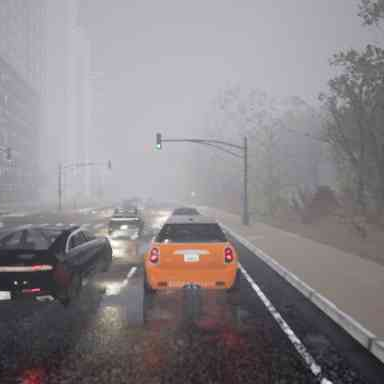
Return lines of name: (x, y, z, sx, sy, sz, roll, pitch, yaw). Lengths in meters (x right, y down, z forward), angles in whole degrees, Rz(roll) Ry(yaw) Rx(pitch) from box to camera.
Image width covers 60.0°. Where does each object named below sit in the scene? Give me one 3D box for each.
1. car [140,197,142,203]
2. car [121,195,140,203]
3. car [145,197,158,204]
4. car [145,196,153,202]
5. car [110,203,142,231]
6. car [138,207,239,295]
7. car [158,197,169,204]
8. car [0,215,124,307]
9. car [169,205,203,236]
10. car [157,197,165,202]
car: (-10.173, 1.943, 57.805, 1.837, 1.490, 4.892, 0, 0, -7)
car: (-9.099, 1.721, 47.909, 2.097, 1.767, 4.553, 0, 0, -6)
car: (-9.854, 2.054, 79.357, 1.882, 1.535, 5.008, 0, 0, -9)
car: (-11.652, 1.958, 89.663, 1.882, 1.535, 5.008, 0, 0, -10)
car: (-3.831, 1.649, 19.739, 2.128, 1.511, 4.902, 0, 0, -7)
car: (-0.047, 1.425, 9.098, 2.097, 1.767, 4.553, 0, -1, -1)
car: (-6.716, 2.175, 80.288, 1.895, 1.301, 4.718, 0, 0, -10)
car: (-3.273, 1.559, 8.071, 2.128, 1.511, 4.902, 0, 0, -1)
car: (-0.426, 1.641, 20.639, 1.882, 1.535, 5.008, 0, 0, -2)
car: (-8.453, 2.005, 90.237, 1.812, 1.442, 4.674, 0, 0, -10)
